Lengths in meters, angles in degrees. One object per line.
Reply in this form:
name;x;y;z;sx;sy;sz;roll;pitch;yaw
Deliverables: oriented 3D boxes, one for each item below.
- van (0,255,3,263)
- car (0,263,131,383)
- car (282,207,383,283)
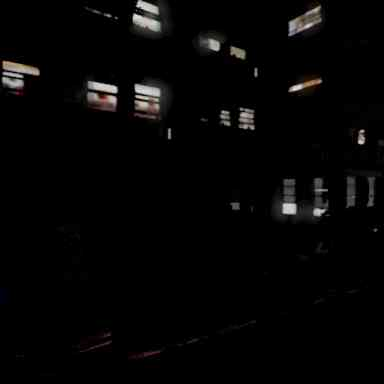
van;-4.169;1.326;3.560;3.998;1.788;1.690;1;-1;-36
car;-2.688;1.463;1.460;5.008;1.535;1.882;1;0;-36
car;4.937;1.412;10.087;5.009;1.841;2.192;1;-1;-36
